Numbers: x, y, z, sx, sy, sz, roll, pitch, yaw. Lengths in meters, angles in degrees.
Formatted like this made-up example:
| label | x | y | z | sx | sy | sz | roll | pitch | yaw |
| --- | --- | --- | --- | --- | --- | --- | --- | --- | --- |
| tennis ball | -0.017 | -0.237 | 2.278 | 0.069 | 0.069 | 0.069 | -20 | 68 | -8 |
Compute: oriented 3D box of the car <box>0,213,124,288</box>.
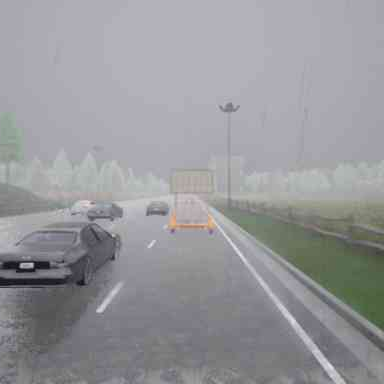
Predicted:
| label | x | y | z | sx | sy | sz | roll | pitch | yaw |
| --- | --- | --- | --- | --- | --- | --- | --- | --- | --- |
| car | -3.399 | 1.560 | 9.359 | 2.033 | 1.411 | 5.357 | 0 | 0 | 0 |

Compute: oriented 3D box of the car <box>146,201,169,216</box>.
| label | x | y | z | sx | sy | sz | roll | pitch | yaw |
| --- | --- | --- | --- | --- | --- | --- | --- | --- | --- |
| car | -3.399 | 1.609 | 33.477 | 1.994 | 1.385 | 4.181 | 0 | 0 | 0 |

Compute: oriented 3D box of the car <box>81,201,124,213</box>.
| label | x | y | z | sx | sy | sz | roll | pitch | yaw |
| --- | --- | --- | --- | --- | --- | --- | --- | --- | --- |
| car | -6.900 | 1.584 | 26.994 | 2.033 | 1.411 | 5.357 | 0 | 0 | 0 |

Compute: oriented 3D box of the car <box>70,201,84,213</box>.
| label | x | y | z | sx | sy | sz | roll | pitch | yaw |
| --- | --- | --- | --- | --- | --- | --- | --- | --- | --- |
| car | -10.398 | 1.569 | 32.648 | 1.812 | 1.442 | 4.674 | 0 | 0 | 0 |

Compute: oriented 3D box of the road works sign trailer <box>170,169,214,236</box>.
| label | x | y | z | sx | sy | sz | roll | pitch | yaw |
| --- | --- | --- | --- | --- | --- | --- | --- | --- | --- |
| road works sign trailer | 0.000 | 0.489 | 18.588 | 2.380 | 3.560 | 2.880 | 0 | 0 | 0 |
